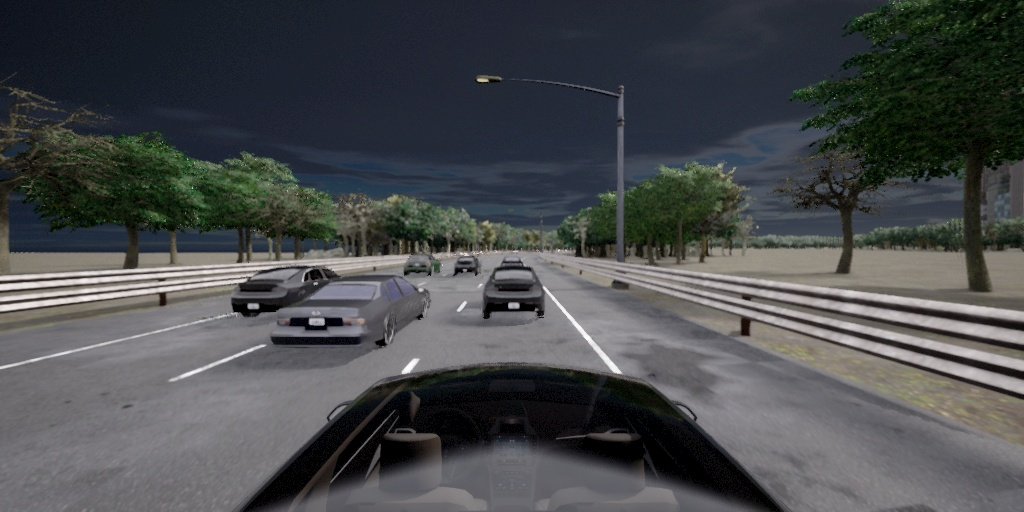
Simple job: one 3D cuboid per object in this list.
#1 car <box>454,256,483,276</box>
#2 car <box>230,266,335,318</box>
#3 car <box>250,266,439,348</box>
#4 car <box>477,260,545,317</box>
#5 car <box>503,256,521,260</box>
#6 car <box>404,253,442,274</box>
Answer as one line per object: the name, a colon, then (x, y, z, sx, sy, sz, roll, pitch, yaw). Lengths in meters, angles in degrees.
car: (-3.482, 0.754, 28.874, 1.837, 1.490, 4.892, 0, 1, 0)
car: (-6.946, 1.067, 12.049, 1.837, 1.490, 4.892, 0, 1, 0)
car: (-3.453, 1.167, 8.871, 2.033, 1.411, 5.357, 0, 1, 0)
car: (0.055, 1.063, 12.146, 1.837, 1.490, 4.892, 0, 1, 0)
car: (0.013, 0.742, 28.728, 2.128, 1.511, 4.902, 0, 1, 0)
car: (-6.983, 0.609, 28.492, 2.097, 1.767, 4.553, 0, 1, 0)
